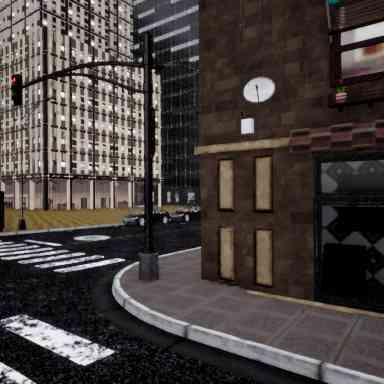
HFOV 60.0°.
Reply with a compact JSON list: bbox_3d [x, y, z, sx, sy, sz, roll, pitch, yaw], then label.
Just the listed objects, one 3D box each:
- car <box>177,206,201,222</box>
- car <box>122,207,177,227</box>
[{"bbox_3d":[-0.317,1.974,30.496,2.008,1.369,4.403,-2,-2,35],"label":"car"},{"bbox_3d":[-3.524,1.893,25.943,2.008,1.369,4.403,-2,-2,35],"label":"car"}]
